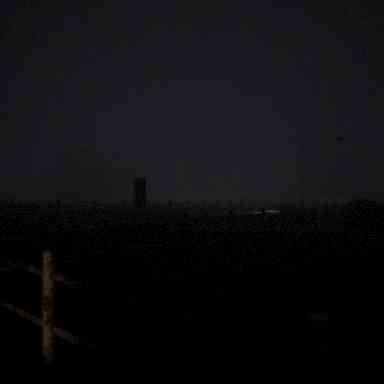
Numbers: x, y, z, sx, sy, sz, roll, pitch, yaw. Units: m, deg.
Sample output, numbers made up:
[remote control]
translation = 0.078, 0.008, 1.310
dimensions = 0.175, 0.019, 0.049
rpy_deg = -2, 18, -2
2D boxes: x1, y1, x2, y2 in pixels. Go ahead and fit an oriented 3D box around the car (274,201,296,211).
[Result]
[car]
translation = 13.995, 2.067, 49.906
dimensions = 1.895, 1.301, 4.718
rpy_deg = 0, -1, 36
